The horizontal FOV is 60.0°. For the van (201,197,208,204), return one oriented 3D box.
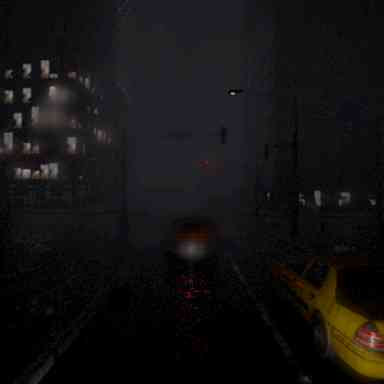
[{"bbox_3d":[3.587,2.370,95.470,1.690,1.788,3.998,0,-1,0],"label":"van"}]

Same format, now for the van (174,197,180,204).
[{"bbox_3d":[-4.293,2.369,95.425,1.690,1.788,3.998,0,-1,0],"label":"van"}]

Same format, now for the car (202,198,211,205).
[{"bbox_3d":[3.651,2.360,84.415,1.967,1.590,4.097,0,-1,0],"label":"car"}]

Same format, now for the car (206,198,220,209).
[{"bbox_3d":[3.859,2.203,56.778,1.947,1.339,4.313,0,-1,0],"label":"car"}]

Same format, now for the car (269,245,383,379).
[{"bbox_3d":[2.563,1.591,5.848,1.752,1.417,4.829,0,-1,0],"label":"car"}]

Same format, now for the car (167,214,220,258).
[{"bbox_3d":[0.073,1.656,13.471,1.837,1.490,4.892,0,0,2],"label":"car"}]

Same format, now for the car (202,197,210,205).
[{"bbox_3d":[3.683,2.180,78.888,2.192,1.841,5.009,0,-1,0],"label":"car"}]

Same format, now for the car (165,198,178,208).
[{"bbox_3d":[-4.102,2.277,62.258,1.802,1.307,4.206,0,-1,0],"label":"car"}]

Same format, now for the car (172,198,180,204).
[{"bbox_3d":[-4.261,2.414,89.897,1.967,1.590,4.097,0,-1,0],"label":"car"}]

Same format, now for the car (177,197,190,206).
[{"bbox_3d":[-1.585,2.307,70.683,2.128,1.511,4.902,0,-1,0],"label":"car"}]
